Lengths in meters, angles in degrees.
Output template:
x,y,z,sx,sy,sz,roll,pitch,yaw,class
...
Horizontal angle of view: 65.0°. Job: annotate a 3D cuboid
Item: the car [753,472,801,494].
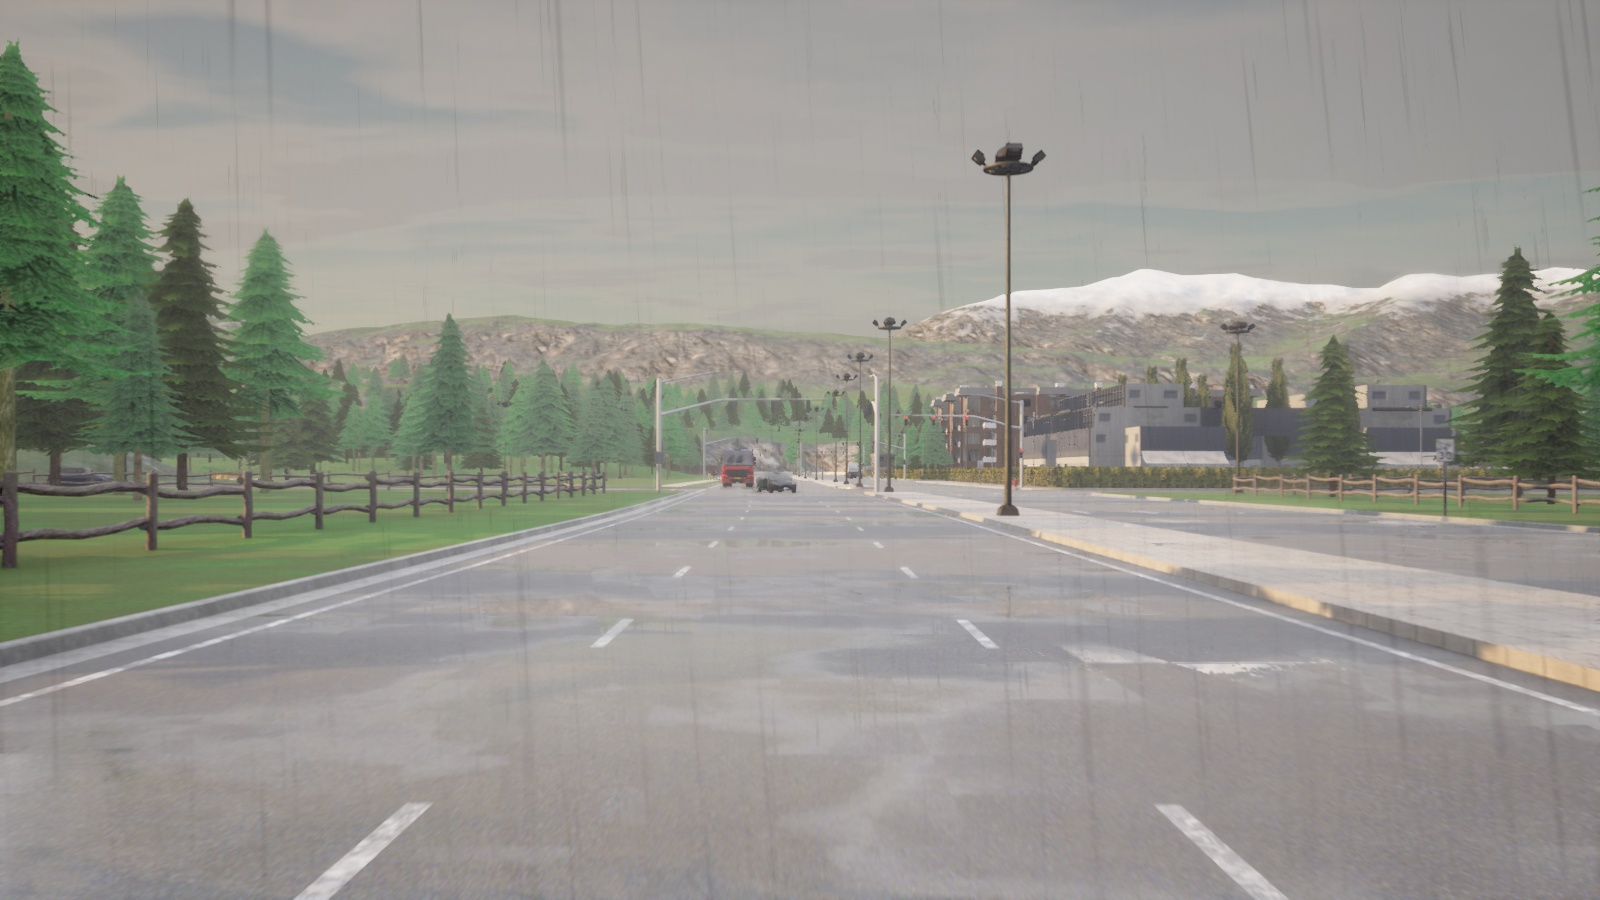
x,y,z,sx,sy,sz,roll,pitch,yaw,class
-1.666,2.312,89.075,2.163,1.488,4.792,0,-1,-18,car
